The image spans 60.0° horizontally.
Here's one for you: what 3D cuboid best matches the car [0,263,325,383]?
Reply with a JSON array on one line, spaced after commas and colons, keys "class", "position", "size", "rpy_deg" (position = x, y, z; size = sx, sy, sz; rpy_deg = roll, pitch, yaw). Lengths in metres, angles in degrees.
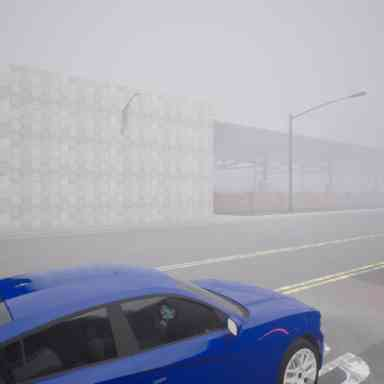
[{"class": "car", "position": [-0.723, 1.478, 3.234], "size": [5.008, 1.535, 1.882], "rpy_deg": [0, 0, -36]}]
